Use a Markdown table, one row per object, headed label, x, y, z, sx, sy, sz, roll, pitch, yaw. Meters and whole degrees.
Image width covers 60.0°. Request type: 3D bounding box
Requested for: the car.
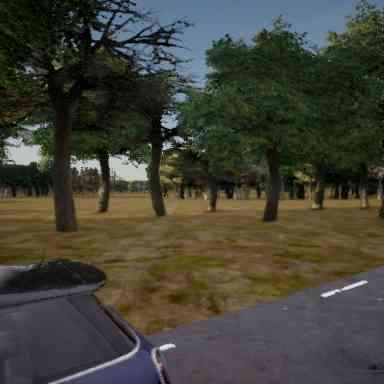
| label | x | y | z | sx | sy | sz | roll | pitch | yaw |
| --- | --- | --- | --- | --- | --- | --- | --- | --- | --- |
| car | -2.331 | 1.355 | 1.790 | 4.553 | 1.767 | 2.097 | 0 | 0 | -36 |
